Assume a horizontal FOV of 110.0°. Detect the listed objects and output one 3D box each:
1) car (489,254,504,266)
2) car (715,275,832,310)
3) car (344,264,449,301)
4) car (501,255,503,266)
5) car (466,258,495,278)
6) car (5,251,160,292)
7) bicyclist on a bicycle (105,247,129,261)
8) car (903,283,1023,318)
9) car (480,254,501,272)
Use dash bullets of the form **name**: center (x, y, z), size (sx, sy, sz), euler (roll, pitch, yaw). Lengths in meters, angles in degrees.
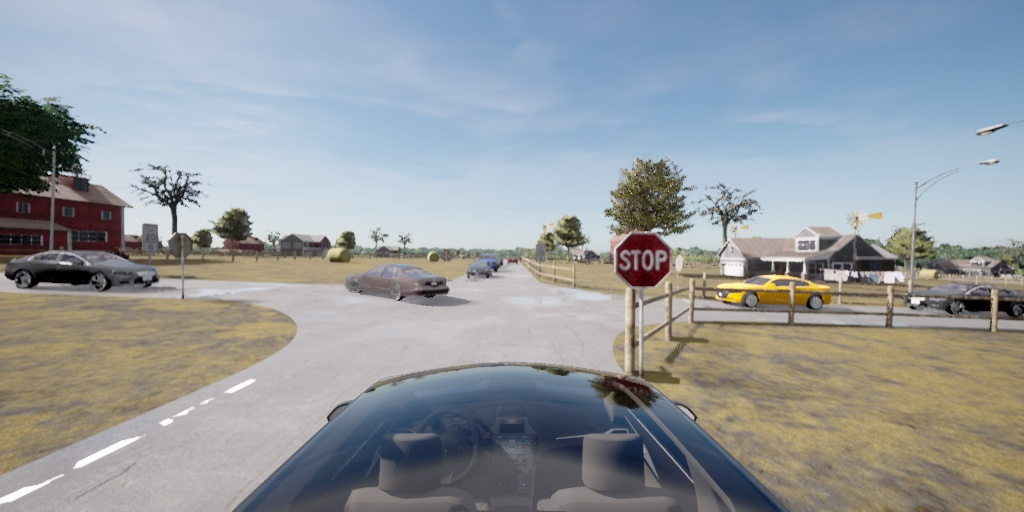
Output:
- **car**: center (-2.646, 0.664, 61.983), size (2.150, 2.045, 5.566), euler (0, 0, 1)
- **car**: center (12.593, 1.678, 17.435), size (5.008, 1.535, 1.882), euler (2, 0, -2)
- **car**: center (-5.143, 1.062, 15.664), size (5.357, 1.411, 2.033), euler (2, 0, 36)
- **car**: center (-2.732, 0.841, 51.288), size (2.097, 1.767, 4.553), euler (0, 0, 0)
- **car**: center (-2.791, 1.115, 31.266), size (1.812, 1.442, 4.674), euler (0, 0, 0)
- **car**: center (-17.229, 0.554, 14.556), size (4.902, 1.511, 2.128), euler (2, 0, 0)
- **bicyclist on a bicycle**: center (-22.579, 0.295, 20.545), size (0.582, 1.620, 1.656), euler (2, 0, 0)
- **car**: center (22.130, 2.071, 17.484), size (4.902, 1.511, 2.128), euler (2, 0, 0)
- **car**: center (-2.757, 0.758, 41.227), size (2.150, 2.045, 5.566), euler (0, 0, 0)
